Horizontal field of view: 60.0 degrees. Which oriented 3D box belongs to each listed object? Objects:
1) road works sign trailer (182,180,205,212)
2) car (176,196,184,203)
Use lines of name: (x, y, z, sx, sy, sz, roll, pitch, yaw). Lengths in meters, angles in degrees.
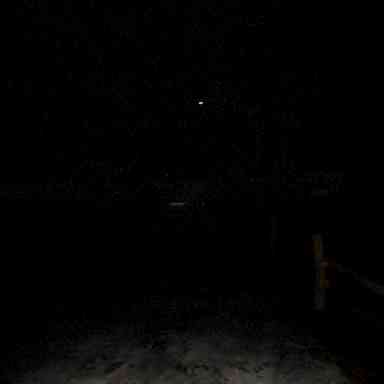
road works sign trailer: (0.251, 0.402, 39.147, 2.380, 3.560, 2.880, 2, -14, -3)
car: (-2.750, 1.665, 75.940, 1.837, 1.490, 4.892, 0, 0, 0)
